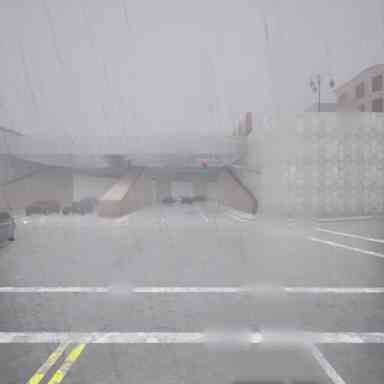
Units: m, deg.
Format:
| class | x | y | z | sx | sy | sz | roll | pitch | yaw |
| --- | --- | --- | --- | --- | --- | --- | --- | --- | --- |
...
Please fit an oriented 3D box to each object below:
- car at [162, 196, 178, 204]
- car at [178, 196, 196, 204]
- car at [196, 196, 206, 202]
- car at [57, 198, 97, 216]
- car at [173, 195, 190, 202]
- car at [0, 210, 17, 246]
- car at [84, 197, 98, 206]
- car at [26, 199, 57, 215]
| class | x | y | z | sx | sy | sz | roll | pitch | yaw |
| --- | --- | --- | --- | --- | --- | --- | --- | --- | --- |
| car | -4.521 | 1.545 | 64.292 | 2.033 | 1.411 | 5.357 | 0 | 0 | 5 |
| car | -0.991 | 1.545 | 64.791 | 2.033 | 1.411 | 5.357 | 0 | 0 | 4 |
| car | 1.520 | 1.522 | 74.777 | 1.812 | 1.442 | 4.674 | 0 | 0 | 28 |
| car | -11.317 | 1.599 | 33.116 | 1.895 | 1.301 | 4.718 | 0 | 0 | -1 |
| car | -2.348 | 1.522 | 74.649 | 1.812 | 1.442 | 4.674 | 0 | 0 | 24 |
| car | -8.564 | 1.504 | 13.626 | 1.837 | 1.490 | 4.892 | 0 | 0 | -17 |
| car | -15.197 | 1.489 | 48.819 | 2.128 | 1.511 | 4.902 | 0 | 0 | -1 |
| car | -14.826 | 1.477 | 33.437 | 1.882 | 1.535 | 5.008 | 0 | 0 | -1 |
